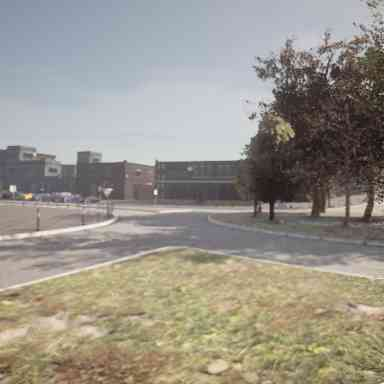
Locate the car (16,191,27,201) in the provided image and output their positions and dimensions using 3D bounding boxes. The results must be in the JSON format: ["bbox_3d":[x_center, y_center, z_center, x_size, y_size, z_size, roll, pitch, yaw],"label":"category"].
[{"bbox_3d":[-33.555,1.108,70.247,2.097,1.535,5.008,2,0,27],"label":"car"}]

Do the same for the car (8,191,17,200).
[{"bbox_3d":[-35.914,1.045,71.464,2.231,1.521,4.892,2,0,27],"label":"car"}]

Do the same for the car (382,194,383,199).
[{"bbox_3d":[44.882,1.224,81.274,1.946,1.575,5.366,1,3,38],"label":"car"}]

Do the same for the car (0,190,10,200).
[{"bbox_3d":[-38.370,0.726,72.748,2.435,2.045,5.566,2,0,27],"label":"car"}]

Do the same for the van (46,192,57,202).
[{"bbox_3d":[-26.173,1.077,66.359,1.878,1.987,4.442,1,0,27],"label":"van"}]

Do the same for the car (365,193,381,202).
[{"bbox_3d":[41.480,1.450,76.929,1.946,1.575,5.366,1,3,38],"label":"car"}]

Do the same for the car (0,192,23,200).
[{"bbox_3d":[-40.782,0.909,74.149,1.946,1.575,5.366,2,0,27],"label":"car"}]

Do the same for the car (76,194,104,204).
[{"bbox_3d":[-18.709,1.493,62.644,2.163,1.488,4.792,1,0,27],"label":"car"}]

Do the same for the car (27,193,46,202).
[{"bbox_3d":[-30.949,1.053,68.961,2.185,1.767,4.553,2,0,27],"label":"car"}]

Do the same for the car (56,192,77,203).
[{"bbox_3d":[-23.519,1.238,65.169,2.185,1.767,4.553,1,0,27],"label":"car"}]

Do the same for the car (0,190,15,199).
[{"bbox_3d":[-43.458,0.589,75.280,2.435,2.045,5.566,2,0,27],"label":"car"}]
